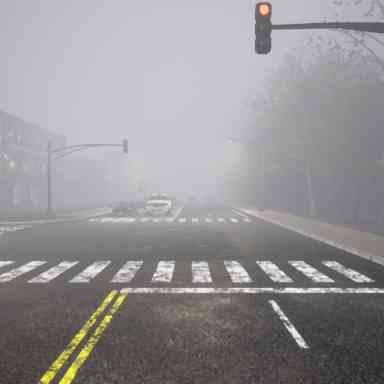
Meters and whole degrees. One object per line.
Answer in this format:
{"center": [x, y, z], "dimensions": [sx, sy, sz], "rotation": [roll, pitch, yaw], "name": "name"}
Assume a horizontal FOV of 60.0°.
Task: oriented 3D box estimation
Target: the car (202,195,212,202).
{"center": [3.335, 1.508, 74.740], "dimensions": [2.033, 1.411, 5.357], "rotation": [0, 0, 0], "name": "car"}

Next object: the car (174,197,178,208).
{"center": [-3.291, 1.585, 43.791], "dimensions": [1.895, 1.301, 4.718], "rotation": [0, 0, 1], "name": "car"}

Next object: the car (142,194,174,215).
{"center": [-3.304, 1.210, 33.735], "dimensions": [2.150, 2.045, 5.566], "rotation": [0, 0, 0], "name": "car"}

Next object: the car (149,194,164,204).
{"center": [-6.493, 1.328, 61.178], "dimensions": [2.097, 1.767, 4.553], "rotation": [0, 0, 0], "name": "car"}

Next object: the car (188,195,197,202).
{"center": [0.087, 1.446, 75.017], "dimensions": [1.882, 1.535, 5.008], "rotation": [0, 0, 0], "name": "car"}

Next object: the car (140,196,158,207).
{"center": [-6.530, 1.472, 51.124], "dimensions": [2.128, 1.511, 4.902], "rotation": [0, 0, 0], "name": "car"}

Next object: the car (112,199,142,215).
{"center": [-6.557, 1.590, 33.142], "dimensions": [1.895, 1.301, 4.718], "rotation": [0, 0, 0], "name": "car"}

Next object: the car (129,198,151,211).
{"center": [-6.537, 1.549, 42.070], "dimensions": [1.994, 1.385, 4.181], "rotation": [0, 0, 1], "name": "car"}

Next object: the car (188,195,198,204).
{"center": [0.172, 1.466, 64.707], "dimensions": [2.128, 1.511, 4.902], "rotation": [0, 0, 0], "name": "car"}

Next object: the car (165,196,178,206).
{"center": [-3.277, 1.484, 53.940], "dimensions": [1.837, 1.490, 4.892], "rotation": [0, 0, 0], "name": "car"}

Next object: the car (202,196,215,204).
{"center": [3.423, 1.575, 64.722], "dimensions": [1.895, 1.301, 4.718], "rotation": [0, 0, 0], "name": "car"}
